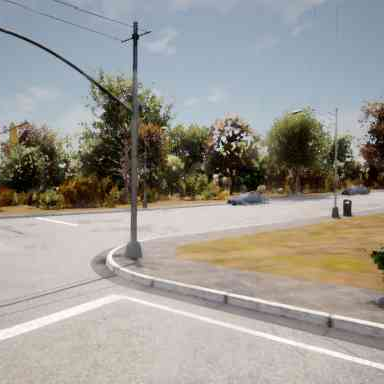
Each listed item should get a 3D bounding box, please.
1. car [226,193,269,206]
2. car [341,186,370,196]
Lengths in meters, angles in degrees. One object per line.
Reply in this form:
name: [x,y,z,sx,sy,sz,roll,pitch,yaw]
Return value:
car: [6.513,0.794,38.309,5.357,1.411,2.033,-3,2,-34]
car: [23.600,-0.194,47.997,4.181,1.385,1.994,-3,2,-25]
